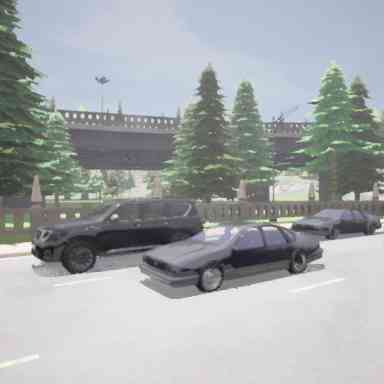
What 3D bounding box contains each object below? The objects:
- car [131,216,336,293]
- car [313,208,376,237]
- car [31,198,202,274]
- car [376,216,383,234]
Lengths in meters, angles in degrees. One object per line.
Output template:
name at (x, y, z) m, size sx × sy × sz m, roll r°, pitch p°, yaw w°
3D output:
car at (1.323, 1.545, 9.062) m, size 5.357 × 1.411 × 2.033 m, roll 0°, pitch 0°, yaw -34°
car at (7.540, 1.542, 17.110) m, size 5.357 × 1.411 × 2.033 m, roll 0°, pitch 0°, yaw -31°
car at (-2.160, 1.223, 10.932) m, size 5.566 × 2.045 × 2.150 m, roll 0°, pitch 0°, yaw -34°
car at (10.712, 1.595, 14.867) m, size 4.718 × 1.301 × 1.895 m, roll 0°, pitch 0°, yaw -28°
